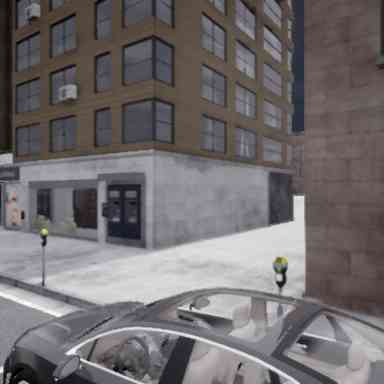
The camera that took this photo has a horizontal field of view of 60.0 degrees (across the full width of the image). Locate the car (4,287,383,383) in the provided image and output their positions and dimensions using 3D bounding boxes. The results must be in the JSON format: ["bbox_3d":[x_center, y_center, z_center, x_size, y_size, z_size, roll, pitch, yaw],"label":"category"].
[{"bbox_3d":[0.103,1.550,2.813,4.403,1.369,2.008,0,0,36],"label":"car"}]
